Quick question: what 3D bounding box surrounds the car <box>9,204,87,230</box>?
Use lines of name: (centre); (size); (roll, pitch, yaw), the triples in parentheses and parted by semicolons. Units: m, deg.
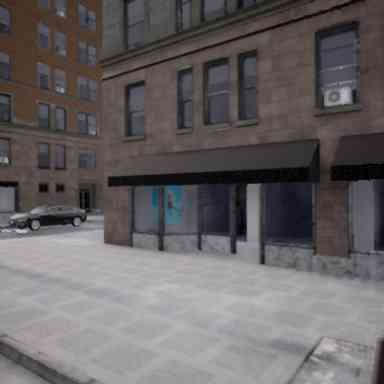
car: (-9.283, 1.597, 21.824); (1.837, 1.490, 4.892); (0, 0, 37)
